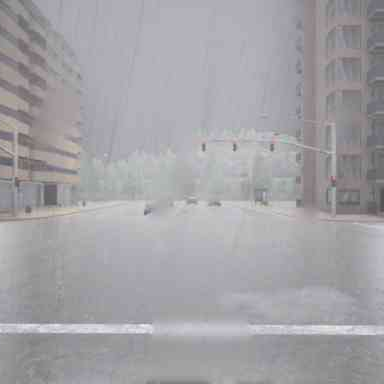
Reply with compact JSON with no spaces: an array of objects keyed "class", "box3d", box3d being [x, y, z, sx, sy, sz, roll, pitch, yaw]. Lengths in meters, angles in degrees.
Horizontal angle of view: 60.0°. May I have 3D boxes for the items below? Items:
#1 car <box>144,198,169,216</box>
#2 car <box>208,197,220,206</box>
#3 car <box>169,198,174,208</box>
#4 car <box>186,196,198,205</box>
[{"class":"car","box3d":[-3.572,1.526,32.516,1.812,1.442,4.674,0,0,-1]},{"class":"car","box3d":[3.587,1.547,54.230,2.033,1.411,5.357,0,0,0]},{"class":"car","box3d":[-3.592,1.564,46.591,1.994,1.385,4.181,0,0,-1]},{"class":"car","box3d":[-0.012,1.526,60.173,1.812,1.442,4.674,0,0,0]}]
